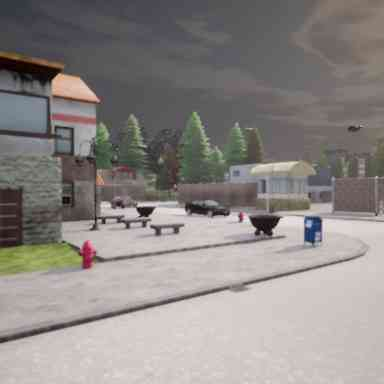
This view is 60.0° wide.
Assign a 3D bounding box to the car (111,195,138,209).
[{"bbox_3d":[-8.858,1.239,43.575,2.097,1.767,4.553,0,0,-35],"label":"car"}]

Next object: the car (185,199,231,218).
[{"bbox_3d":[1.307,1.360,29.140,1.882,1.535,5.008,0,1,-35],"label":"car"}]
